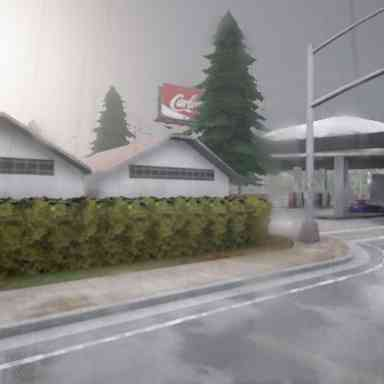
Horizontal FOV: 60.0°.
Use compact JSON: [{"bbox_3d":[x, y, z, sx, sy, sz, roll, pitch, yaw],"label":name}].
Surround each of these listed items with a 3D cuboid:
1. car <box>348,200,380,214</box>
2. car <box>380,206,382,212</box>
[{"bbox_3d":[20.301,1.758,38.952,4.611,1.667,2.242,1,0,-36],"label":"car"},{"bbox_3d":[20.141,1.560,31.822,3.866,1.878,1.905,1,0,-36],"label":"car"}]
